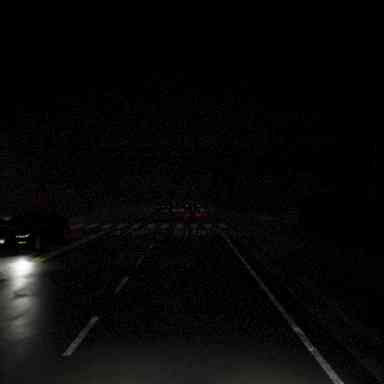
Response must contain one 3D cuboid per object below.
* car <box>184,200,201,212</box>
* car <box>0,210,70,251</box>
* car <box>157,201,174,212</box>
[{"bbox_3d":[0.079,1.812,43.268,1.812,1.442,4.674,0,-1,0],"label":"car"},{"bbox_3d":[-7.013,1.608,14.746,1.837,1.490,4.892,0,0,0],"label":"car"},{"bbox_3d":[-3.405,1.812,42.200,2.033,1.411,5.357,0,-1,0],"label":"car"}]
